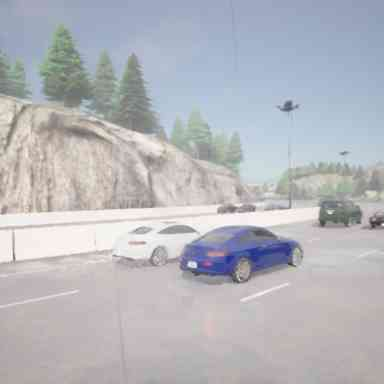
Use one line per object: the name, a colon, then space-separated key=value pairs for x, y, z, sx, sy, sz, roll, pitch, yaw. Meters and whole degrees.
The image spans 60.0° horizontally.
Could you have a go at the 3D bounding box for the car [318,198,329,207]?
car: x=30.801 y=2.500 z=77.682 sx=2.150 sy=2.045 sz=5.566 roll=-2 pitch=-1 yaw=24

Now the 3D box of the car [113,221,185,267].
car: x=-0.791 y=1.856 z=12.857 sx=4.674 sy=1.442 sz=1.812 roll=0 pitch=-2 yaw=-44

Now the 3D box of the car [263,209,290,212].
car: x=10.920 y=2.365 z=42.636 sx=2.033 sy=1.411 sz=5.357 roll=-2 pitch=-2 yaw=36

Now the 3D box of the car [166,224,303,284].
car: x=1.665 y=1.751 z=10.364 sx=4.674 sy=1.442 sz=1.812 roll=0 pitch=-2 yaw=-44

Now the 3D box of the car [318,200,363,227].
car: x=11.908 y=1.639 z=26.581 sx=2.150 sy=2.045 sz=5.566 roll=-2 pitch=-2 yaw=40

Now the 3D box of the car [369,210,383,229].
car: x=14.277 y=1.911 z=23.949 sx=1.895 sy=1.301 sz=4.718 roll=-2 pitch=-2 yaw=40
